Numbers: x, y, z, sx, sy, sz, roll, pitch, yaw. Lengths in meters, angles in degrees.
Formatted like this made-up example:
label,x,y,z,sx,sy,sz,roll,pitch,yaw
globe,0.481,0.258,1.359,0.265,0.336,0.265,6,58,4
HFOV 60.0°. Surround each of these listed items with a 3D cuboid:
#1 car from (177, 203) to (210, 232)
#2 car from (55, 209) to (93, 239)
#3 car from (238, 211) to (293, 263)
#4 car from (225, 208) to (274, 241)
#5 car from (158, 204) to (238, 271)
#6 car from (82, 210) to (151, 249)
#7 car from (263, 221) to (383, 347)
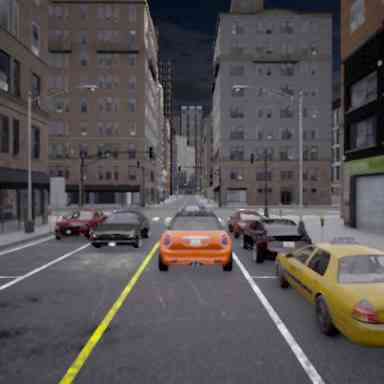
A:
label,x,y,z,sx,sy,sz,roll,pitch,yaw
car,0.113,1.536,21.421,1.882,1.535,5.008,0,0,1
car,-5.669,1.593,17.523,1.887,1.381,4.507,-1,0,0
car,2.873,1.599,11.935,1.947,1.339,4.313,-1,0,0
car,2.877,1.630,17.520,1.802,1.307,4.206,-1,0,0
car,0.103,1.383,11.134,2.097,1.767,4.553,0,0,0
car,-2.995,1.589,15.151,2.033,1.411,5.357,0,0,0
car,2.869,1.544,6.519,1.752,1.417,4.829,-1,0,0
